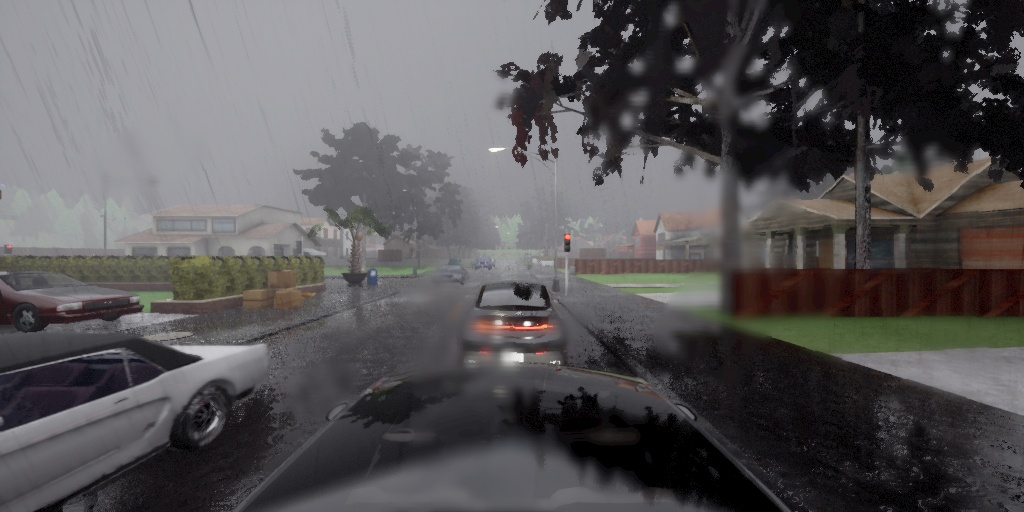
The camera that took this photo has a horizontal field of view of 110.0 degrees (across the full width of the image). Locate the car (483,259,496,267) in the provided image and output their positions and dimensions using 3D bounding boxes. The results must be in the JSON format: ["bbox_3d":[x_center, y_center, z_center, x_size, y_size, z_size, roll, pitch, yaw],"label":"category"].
[{"bbox_3d":[-4.053,1.242,65.185,2.128,1.511,4.902,0,0,1],"label":"car"}]

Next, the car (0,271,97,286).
[{"bbox_3d":[-34.225,1.241,26.760,4.902,1.511,2.128,0,0,0],"label":"car"}]

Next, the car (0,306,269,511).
[{"bbox_3d":[-4.100,1.351,2.421,1.895,1.301,4.718,0,0,0],"label":"car"}]

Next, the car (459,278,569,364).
[{"bbox_3d":[0.043,1.255,7.686,1.837,1.490,4.892,0,0,0],"label":"car"}]

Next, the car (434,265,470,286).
[{"bbox_3d":[-4.100,1.314,24.913,1.994,1.385,4.181,0,0,0],"label":"car"}]

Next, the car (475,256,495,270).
[{"bbox_3d":[-4.096,0.971,52.287,2.150,2.045,5.566,0,0,0],"label":"car"}]
